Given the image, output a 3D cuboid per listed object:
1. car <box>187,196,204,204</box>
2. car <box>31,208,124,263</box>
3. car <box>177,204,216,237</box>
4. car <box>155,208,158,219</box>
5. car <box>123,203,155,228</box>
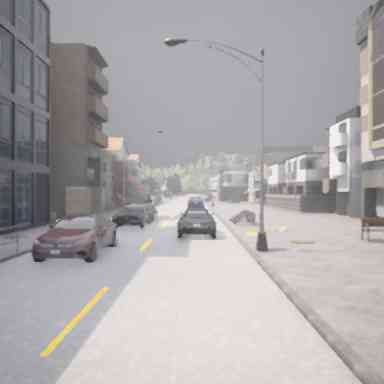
[{"bbox_3d":[0.481,1.332,42.291,2.097,1.767,4.553,0,0,1],"label":"car"},{"bbox_3d":[-3.993,1.507,12.101,1.812,1.442,4.674,0,0,1],"label":"car"},{"bbox_3d":[0.254,1.556,17.934,1.994,1.385,4.181,0,0,1],"label":"car"},{"bbox_3d":[-3.826,1.548,26.218,1.994,1.385,4.181,0,-1,1],"label":"car"},{"bbox_3d":[-3.809,1.571,21.864,1.895,1.301,4.718,0,1,0],"label":"car"}]
